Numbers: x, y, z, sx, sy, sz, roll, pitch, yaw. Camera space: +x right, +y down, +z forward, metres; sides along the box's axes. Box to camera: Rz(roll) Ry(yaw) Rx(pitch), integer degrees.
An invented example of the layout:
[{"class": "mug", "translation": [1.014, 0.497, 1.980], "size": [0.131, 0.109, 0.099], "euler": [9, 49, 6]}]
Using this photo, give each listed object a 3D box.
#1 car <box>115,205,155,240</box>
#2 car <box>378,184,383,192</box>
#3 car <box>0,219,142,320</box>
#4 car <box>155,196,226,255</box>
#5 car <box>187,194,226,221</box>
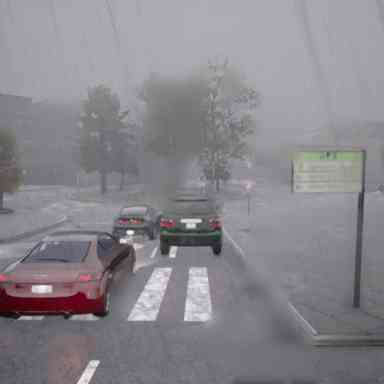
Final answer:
[{"class": "car", "translation": [-2.568, 1.376, 16.310], "size": [1.837, 1.490, 4.892], "euler": [0, 2, 0]}, {"class": "car", "translation": [26.647, -0.660, 43.370], "size": [4.674, 1.442, 1.812], "euler": [-2, 5, -15]}, {"class": "car", "translation": [-2.478, 1.550, 7.433], "size": [1.994, 1.385, 4.181], "euler": [0, 0, -1]}, {"class": "car", "translation": [-0.055, 1.156, 13.315], "size": [2.150, 2.045, 5.566], "euler": [0, 0, -1]}, {"class": "car", "translation": [1.213, 1.030, 24.861], "size": [1.837, 1.490, 4.892], "euler": [1, 3, 16]}]
